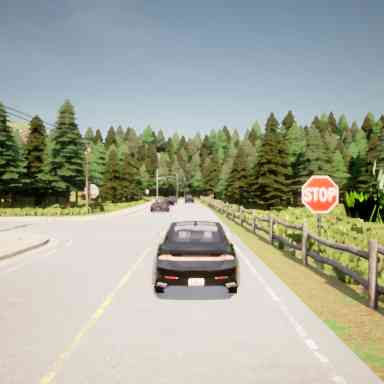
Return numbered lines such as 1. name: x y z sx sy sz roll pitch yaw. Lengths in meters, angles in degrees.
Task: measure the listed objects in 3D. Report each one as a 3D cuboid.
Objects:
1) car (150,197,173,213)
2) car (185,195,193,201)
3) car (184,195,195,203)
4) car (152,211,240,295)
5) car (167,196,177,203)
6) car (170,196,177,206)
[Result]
1. car: -3.525 1.566 37.451 1.994 1.385 4.181 0 0 1
2. car: -0.754 1.383 77.261 1.837 1.490 4.892 0 0 -1
3. car: -0.493 1.540 66.963 1.812 1.442 4.674 0 0 -1
4. car: 0.098 1.493 8.737 2.128 1.511 4.902 0 0 0
5. car: -4.047 1.555 68.856 1.994 1.385 4.181 0 0 -1
6. car: -3.716 1.613 53.649 1.895 1.301 4.718 0 0 -2
